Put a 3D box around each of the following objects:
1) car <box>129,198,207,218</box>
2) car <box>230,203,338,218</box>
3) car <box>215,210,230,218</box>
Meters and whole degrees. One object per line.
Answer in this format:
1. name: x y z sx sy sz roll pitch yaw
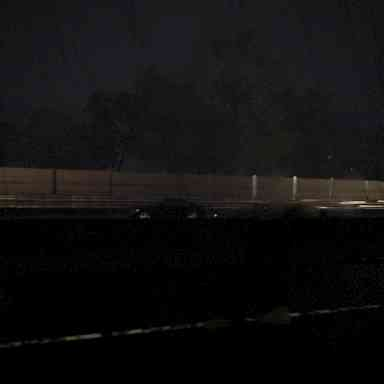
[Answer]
1. car: -1.543 1.119 21.475 5.008 1.535 1.882 1 1 -17
2. car: 4.665 1.343 16.071 5.008 1.535 1.882 1 1 -17
3. car: 4.016 1.348 19.533 5.357 1.411 2.033 1 1 -17
